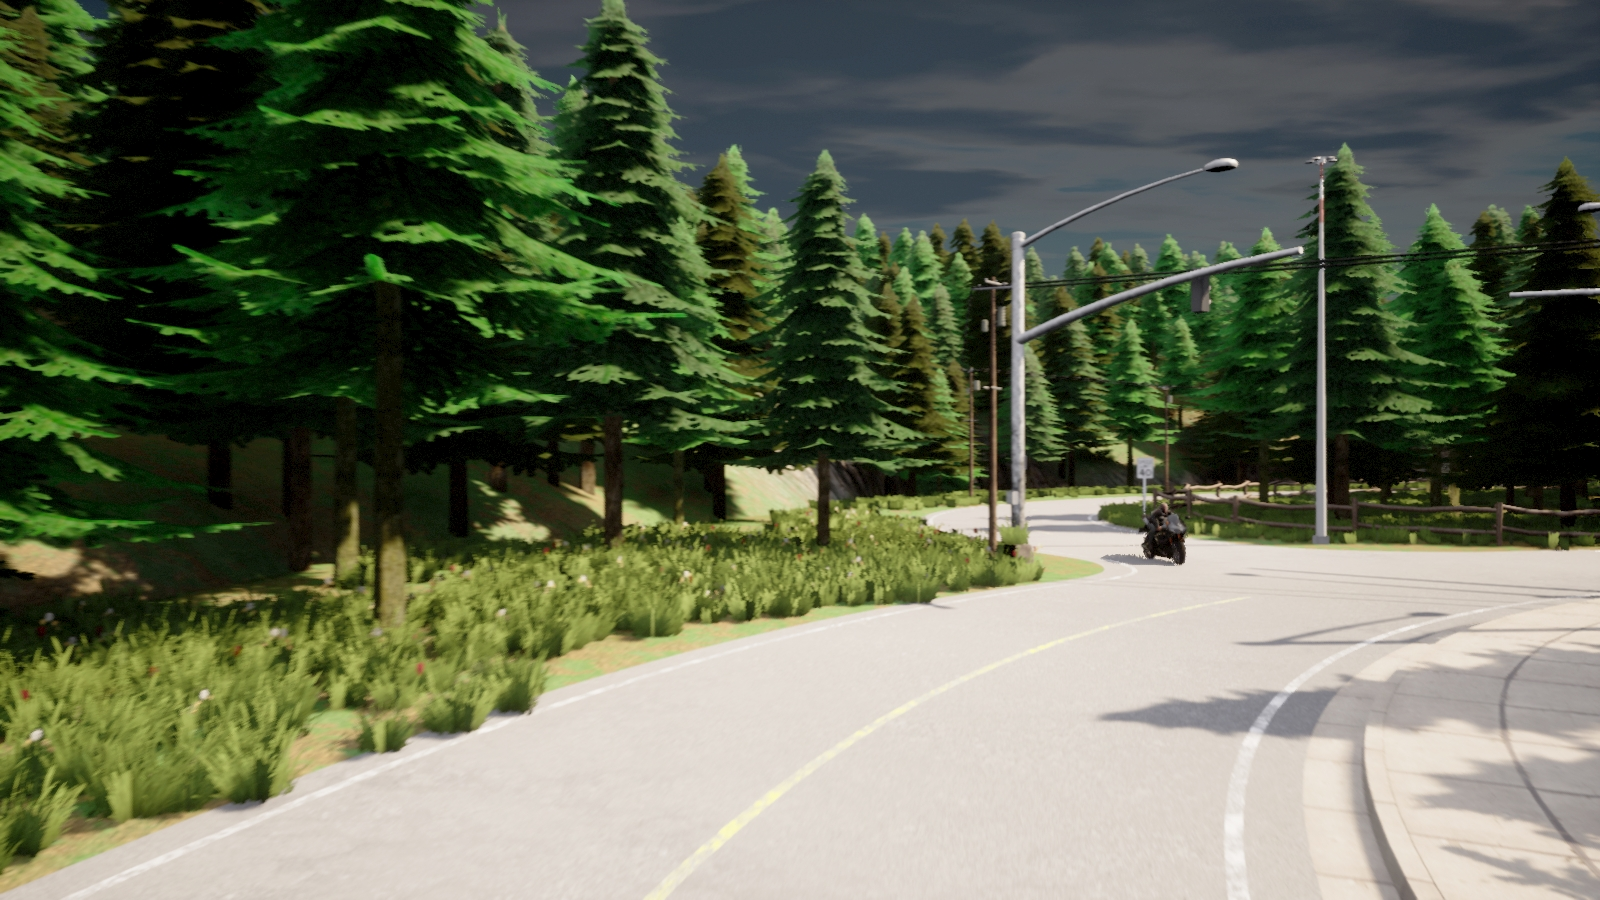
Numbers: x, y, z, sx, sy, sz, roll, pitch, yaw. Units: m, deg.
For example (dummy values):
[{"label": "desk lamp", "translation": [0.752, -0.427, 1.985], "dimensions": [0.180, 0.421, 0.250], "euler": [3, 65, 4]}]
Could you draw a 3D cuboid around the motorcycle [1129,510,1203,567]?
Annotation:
[{"label": "motorcycle", "translation": [9.241, 2.213, 28.954], "dimensions": [0.867, 1.251, 2.209], "euler": [-1, 0, -9]}]
